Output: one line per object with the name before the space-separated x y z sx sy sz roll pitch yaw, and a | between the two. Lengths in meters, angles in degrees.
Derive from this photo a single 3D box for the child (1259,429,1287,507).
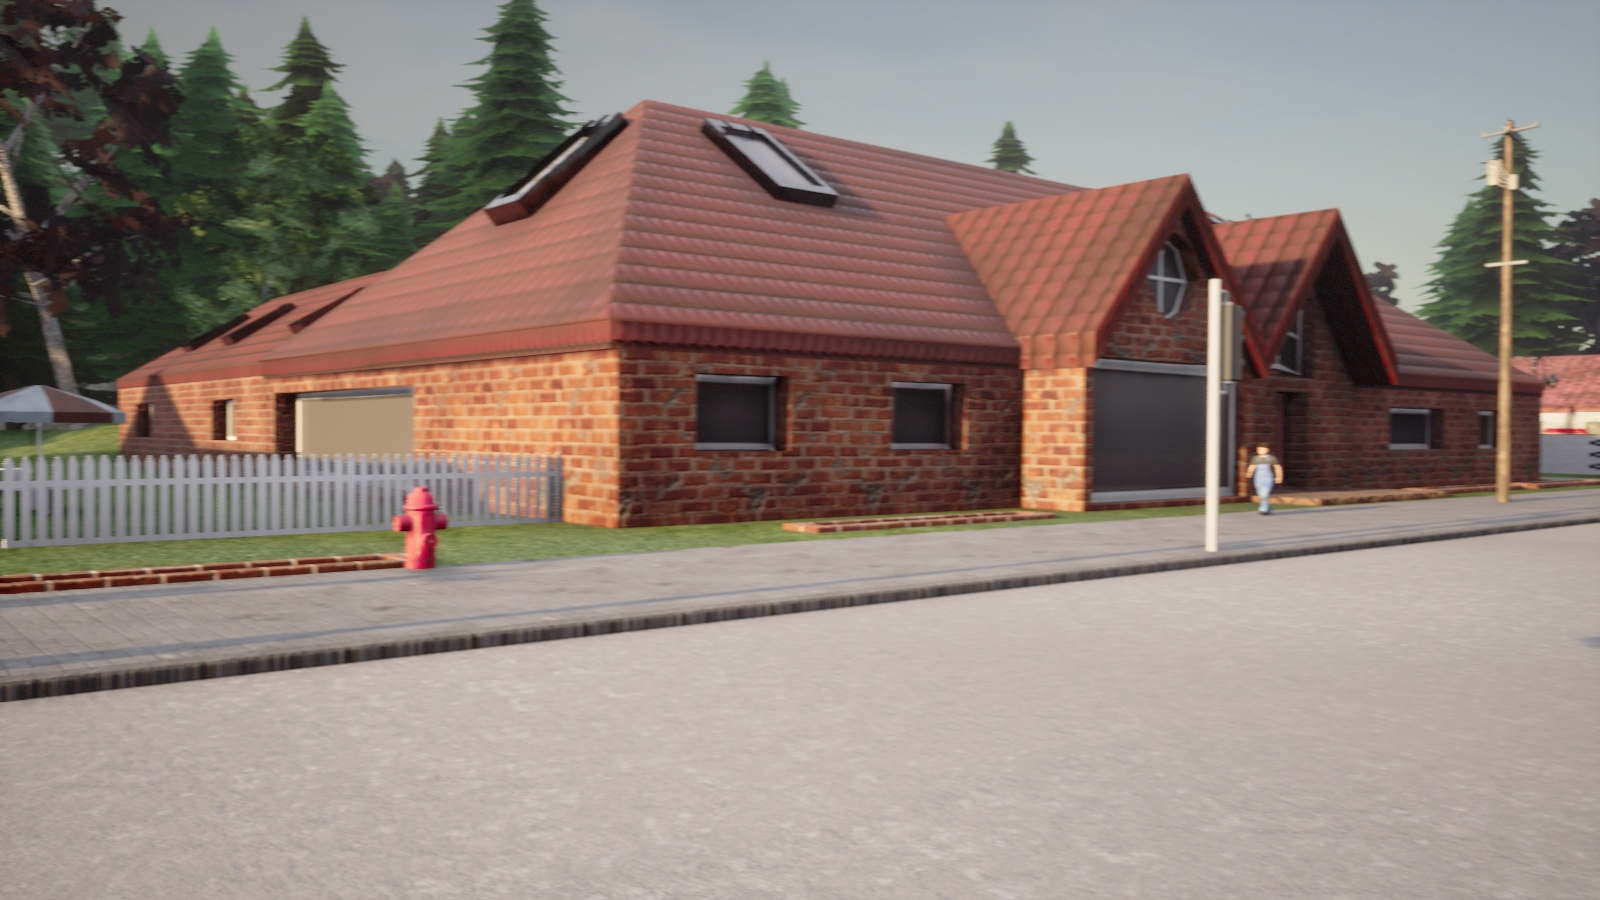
child | 7.761 0.288 20.604 0.437 1.263 0.270 -2 1 -45
